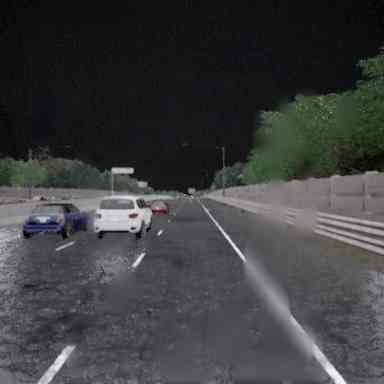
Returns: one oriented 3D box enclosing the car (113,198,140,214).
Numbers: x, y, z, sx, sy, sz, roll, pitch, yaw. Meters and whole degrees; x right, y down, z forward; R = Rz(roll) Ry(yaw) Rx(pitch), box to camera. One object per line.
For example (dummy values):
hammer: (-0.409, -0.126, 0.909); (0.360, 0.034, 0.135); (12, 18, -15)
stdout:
car: (-6.909, 1.463, 35.580); (1.882, 1.535, 5.008); (0, 0, 0)

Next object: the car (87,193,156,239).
car: (-3.403, 1.217, 17.299); (2.150, 2.045, 5.566); (0, 0, 0)

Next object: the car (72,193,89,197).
car: (-17.568, 1.194, 53.050); (2.150, 2.045, 5.566); (0, 0, 1)

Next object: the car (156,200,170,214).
car: (-3.409, 1.551, 34.738); (1.994, 1.385, 4.181); (0, 0, 0)

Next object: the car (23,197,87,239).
car: (-6.905, 1.347, 17.527); (2.097, 1.767, 4.553); (0, 0, 0)
